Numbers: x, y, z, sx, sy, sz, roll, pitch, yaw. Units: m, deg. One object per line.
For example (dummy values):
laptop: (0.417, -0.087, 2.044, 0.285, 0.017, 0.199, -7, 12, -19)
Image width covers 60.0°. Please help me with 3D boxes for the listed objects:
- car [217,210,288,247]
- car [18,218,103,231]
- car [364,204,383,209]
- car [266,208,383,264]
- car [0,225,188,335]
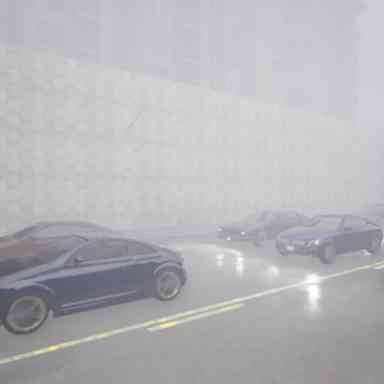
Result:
car: (3.675, 1.523, 15.195, 5.357, 1.411, 2.033, 0, 0, -35)
car: (-4.146, 1.522, 9.624, 4.674, 1.442, 1.812, 0, 0, -35)
car: (11.887, 1.501, 21.053, 5.357, 1.411, 2.033, 0, 0, -35)
car: (5.004, 1.503, 11.843, 4.674, 1.442, 1.812, 0, 0, -35)
car: (-2.148, 1.560, 6.750, 4.181, 1.385, 1.994, 0, 0, -35)
